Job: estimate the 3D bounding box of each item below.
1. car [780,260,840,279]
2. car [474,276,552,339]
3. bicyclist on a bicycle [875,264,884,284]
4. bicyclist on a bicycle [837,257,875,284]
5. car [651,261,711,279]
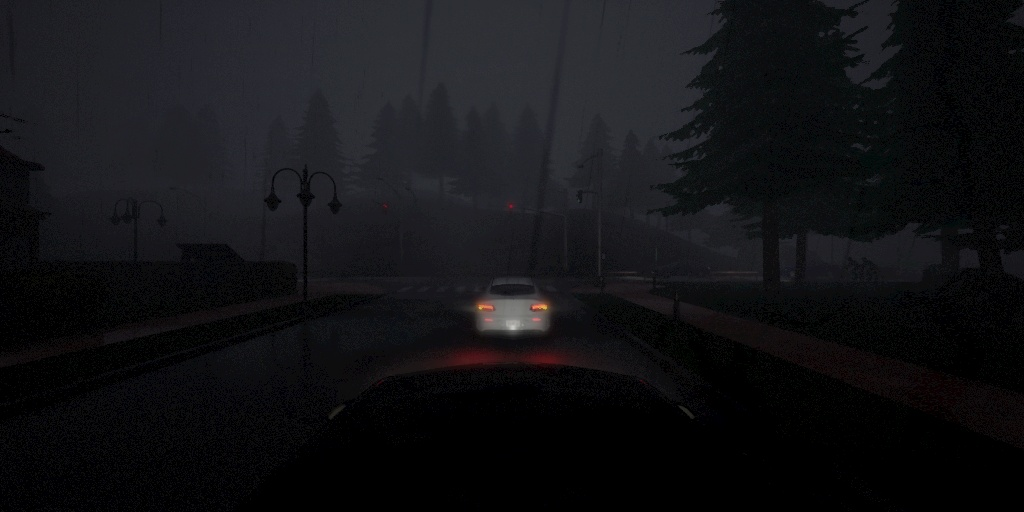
[{"bbox_3d":[24.376,1.065,29.928,5.008,1.535,1.882,0,0,0],"label":"car"},{"bbox_3d":[0.020,1.276,9.955,1.812,1.442,4.674,0,0,0],"label":"car"},{"bbox_3d":[21.774,0.892,21.981,0.582,1.620,1.656,0,0,-14],"label":"bicyclist on a bicycle"},{"bbox_3d":[21.127,0.891,22.240,0.582,1.620,1.656,0,0,-16],"label":"bicyclist on a bicycle"},{"bbox_3d":[14.055,1.113,29.889,4.674,1.442,1.812,0,0,-1],"label":"car"}]
